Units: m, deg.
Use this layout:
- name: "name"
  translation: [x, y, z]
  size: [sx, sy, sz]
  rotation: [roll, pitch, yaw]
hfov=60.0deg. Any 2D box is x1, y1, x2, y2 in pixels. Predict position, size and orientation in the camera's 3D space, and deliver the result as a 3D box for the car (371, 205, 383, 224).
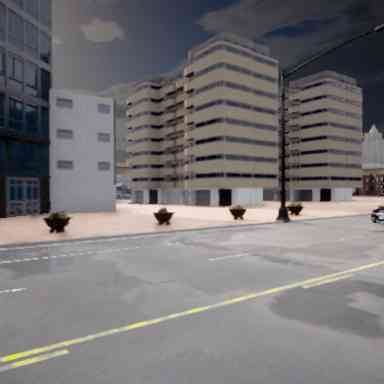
- name: "car"
  translation: [13.739, 1.306, 21.950]
  size: [4.902, 1.511, 2.128]
  rotation: [0, 0, -35]
